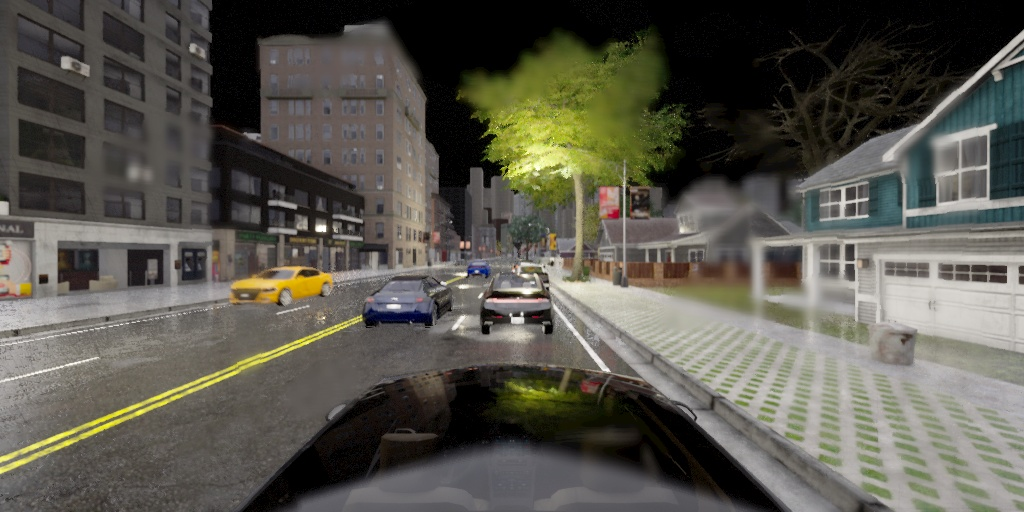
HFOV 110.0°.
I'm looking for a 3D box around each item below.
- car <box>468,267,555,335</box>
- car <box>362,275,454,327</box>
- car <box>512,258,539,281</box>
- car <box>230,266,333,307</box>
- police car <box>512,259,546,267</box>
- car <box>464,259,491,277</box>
[{"bbox_3d":[0.130,1.235,10.516,2.128,1.511,4.902,0,0,0],"label":"car"},{"bbox_3d":[-3.116,1.306,11.483,1.994,1.385,4.181,0,0,0],"label":"car"},{"bbox_3d":[1.079,1.069,30.625,2.097,1.767,4.553,0,0,0],"label":"car"},{"bbox_3d":[-9.801,1.216,15.701,1.882,1.535,5.008,0,0,0],"label":"car"},{"bbox_3d":[1.043,1.157,20.765,1.930,1.638,5.238,0,0,0],"label":"police car"},{"bbox_3d":[-3.034,1.191,33.564,1.882,1.535,5.008,0,0,0],"label":"car"}]
